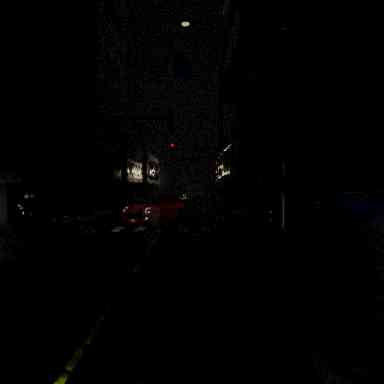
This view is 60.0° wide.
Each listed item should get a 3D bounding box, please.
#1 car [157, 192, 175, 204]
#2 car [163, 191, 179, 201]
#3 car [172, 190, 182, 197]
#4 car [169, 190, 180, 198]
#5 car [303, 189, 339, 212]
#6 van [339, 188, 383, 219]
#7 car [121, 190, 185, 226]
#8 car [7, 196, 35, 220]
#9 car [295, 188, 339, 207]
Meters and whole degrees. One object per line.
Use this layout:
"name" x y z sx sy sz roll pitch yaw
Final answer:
"car" -3.184 0.770 42.059 1.994 1.385 4.181 0 1 0
"car" -3.198 0.586 51.385 2.033 1.411 5.357 0 1 1
"car" -3.152 0.287 71.299 1.895 1.301 4.718 0 1 0
"car" -3.185 0.428 61.338 1.994 1.385 4.181 0 1 0
"car" 12.210 0.782 27.464 5.008 1.535 1.882 -1 1 0
"van" 12.060 0.800 21.584 3.998 1.788 1.690 -1 2 0
"car" -2.237 0.965 20.216 2.097 1.767 4.553 1 1 28
"car" -13.904 1.054 24.125 4.553 1.767 2.097 -1 1 0
"car" 12.019 0.553 30.105 5.009 1.841 2.192 -1 2 0
